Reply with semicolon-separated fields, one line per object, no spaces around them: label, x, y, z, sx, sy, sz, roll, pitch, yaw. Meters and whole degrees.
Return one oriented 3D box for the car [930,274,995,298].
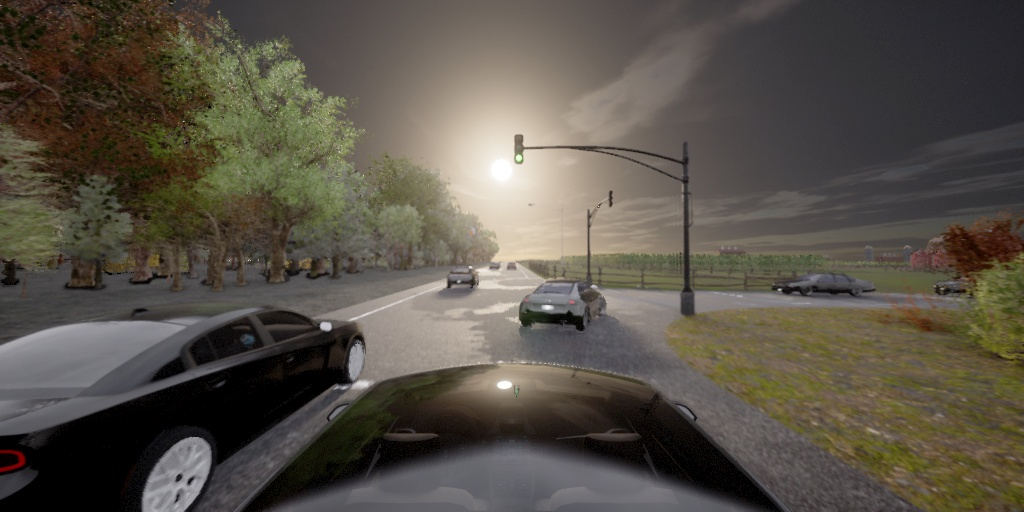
car;29.315;1.826;22.429;4.892;1.490;1.837;1;-2;0

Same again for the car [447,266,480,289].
car;-3.429;1.473;25.648;2.128;1.511;4.902;0;-1;0

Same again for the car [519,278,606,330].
car;1.776;1.413;11.795;1.994;1.385;4.181;-1;-1;23

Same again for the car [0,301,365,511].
car;-3.406;1.251;4.105;1.882;1.535;5.008;0;-1;0

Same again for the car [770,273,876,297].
car;19.428;1.761;22.461;5.357;1.411;2.033;1;-2;0
